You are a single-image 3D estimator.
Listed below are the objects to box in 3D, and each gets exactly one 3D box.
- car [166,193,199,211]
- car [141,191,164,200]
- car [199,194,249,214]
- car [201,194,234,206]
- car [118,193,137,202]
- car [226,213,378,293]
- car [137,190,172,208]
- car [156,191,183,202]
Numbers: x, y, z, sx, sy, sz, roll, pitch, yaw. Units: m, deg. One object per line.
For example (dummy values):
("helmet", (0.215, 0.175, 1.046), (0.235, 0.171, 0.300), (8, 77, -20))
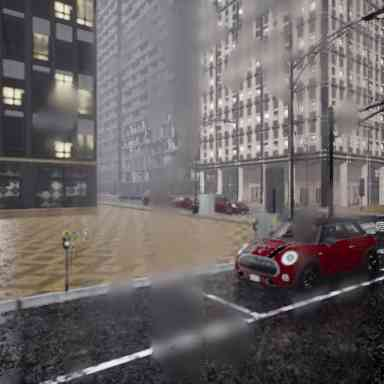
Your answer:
("car", (-0.389, 1.076, 32.104), (1.802, 1.307, 4.206), (1, 0, -36))
("car", (-6.610, 0.605, 55.163), (1.947, 1.339, 4.313), (1, 0, -36))
("car", (2.863, 1.042, 27.573), (1.967, 1.590, 4.097), (1, 0, -36))
("car", (3.138, 0.943, 41.567), (1.802, 1.307, 4.206), (1, 0, -36))
("car", (-8.986, 0.733, 48.580), (1.895, 1.301, 4.718), (0, 1, -35))
("car", (3.055, 1.429, 8.743), (4.097, 1.590, 1.967), (0, 0, -36))
("car", (-3.630, 0.702, 36.633), (2.192, 1.841, 5.009), (1, 0, -36))
("car", (-3.459, 0.668, 50.770), (1.752, 1.417, 4.829), (1, 0, -36))
